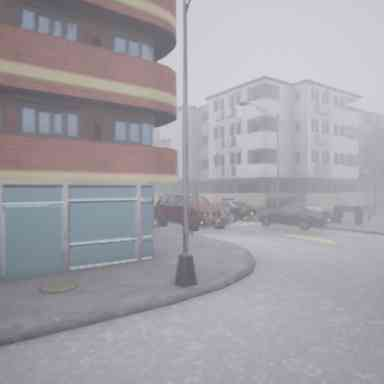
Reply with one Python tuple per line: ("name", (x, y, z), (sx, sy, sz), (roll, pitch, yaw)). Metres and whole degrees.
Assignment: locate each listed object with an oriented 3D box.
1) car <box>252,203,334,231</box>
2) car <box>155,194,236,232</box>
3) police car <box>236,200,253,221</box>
("car", (6.168, 1.385, 20.076), (1.812, 1.442, 4.674), (-5, 3, -35))
("car", (-0.202, 1.159, 19.973), (2.150, 2.045, 5.566), (0, 0, -35))
("police car", (2.623, 1.284, 25.053), (1.930, 1.638, 5.238), (-5, 3, -35))
